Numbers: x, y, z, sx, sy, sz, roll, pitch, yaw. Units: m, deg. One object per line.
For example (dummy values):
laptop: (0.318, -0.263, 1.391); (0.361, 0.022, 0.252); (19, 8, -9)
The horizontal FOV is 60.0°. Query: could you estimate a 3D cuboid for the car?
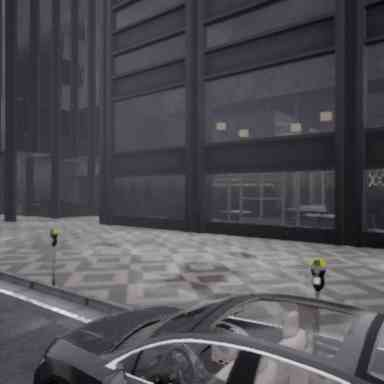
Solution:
car: (0.488, 1.549, 2.613); (4.403, 1.369, 2.008); (0, 0, 35)
